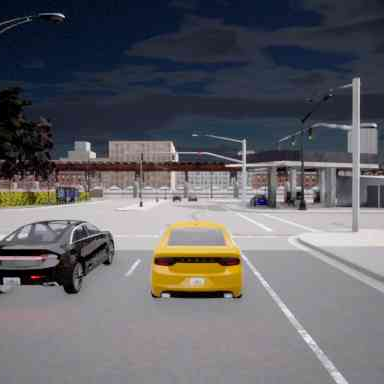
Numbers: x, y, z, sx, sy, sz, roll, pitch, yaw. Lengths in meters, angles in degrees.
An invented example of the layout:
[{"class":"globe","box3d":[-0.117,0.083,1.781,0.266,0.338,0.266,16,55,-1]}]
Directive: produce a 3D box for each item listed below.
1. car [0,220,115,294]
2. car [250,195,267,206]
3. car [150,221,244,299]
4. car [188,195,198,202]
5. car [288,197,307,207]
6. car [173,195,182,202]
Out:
[{"class":"car","box3d":[-3.392,1.474,8.735,2.128,1.511,4.902,0,0,0]},{"class":"car","box3d":[9.856,1.253,48.780,2.242,1.667,4.611,0,0,1]},{"class":"car","box3d":[0.107,1.468,8.516,1.882,1.535,5.008,0,0,0]},{"class":"car","box3d":[0.218,1.446,73.484,1.994,1.385,4.181,0,0,0]},{"class":"car","box3d":[15.603,1.426,49.526,1.970,1.475,3.806,0,0,1]},{"class":"car","box3d":[-3.282,1.386,73.494,1.837,1.490,4.892,0,0,0]}]
